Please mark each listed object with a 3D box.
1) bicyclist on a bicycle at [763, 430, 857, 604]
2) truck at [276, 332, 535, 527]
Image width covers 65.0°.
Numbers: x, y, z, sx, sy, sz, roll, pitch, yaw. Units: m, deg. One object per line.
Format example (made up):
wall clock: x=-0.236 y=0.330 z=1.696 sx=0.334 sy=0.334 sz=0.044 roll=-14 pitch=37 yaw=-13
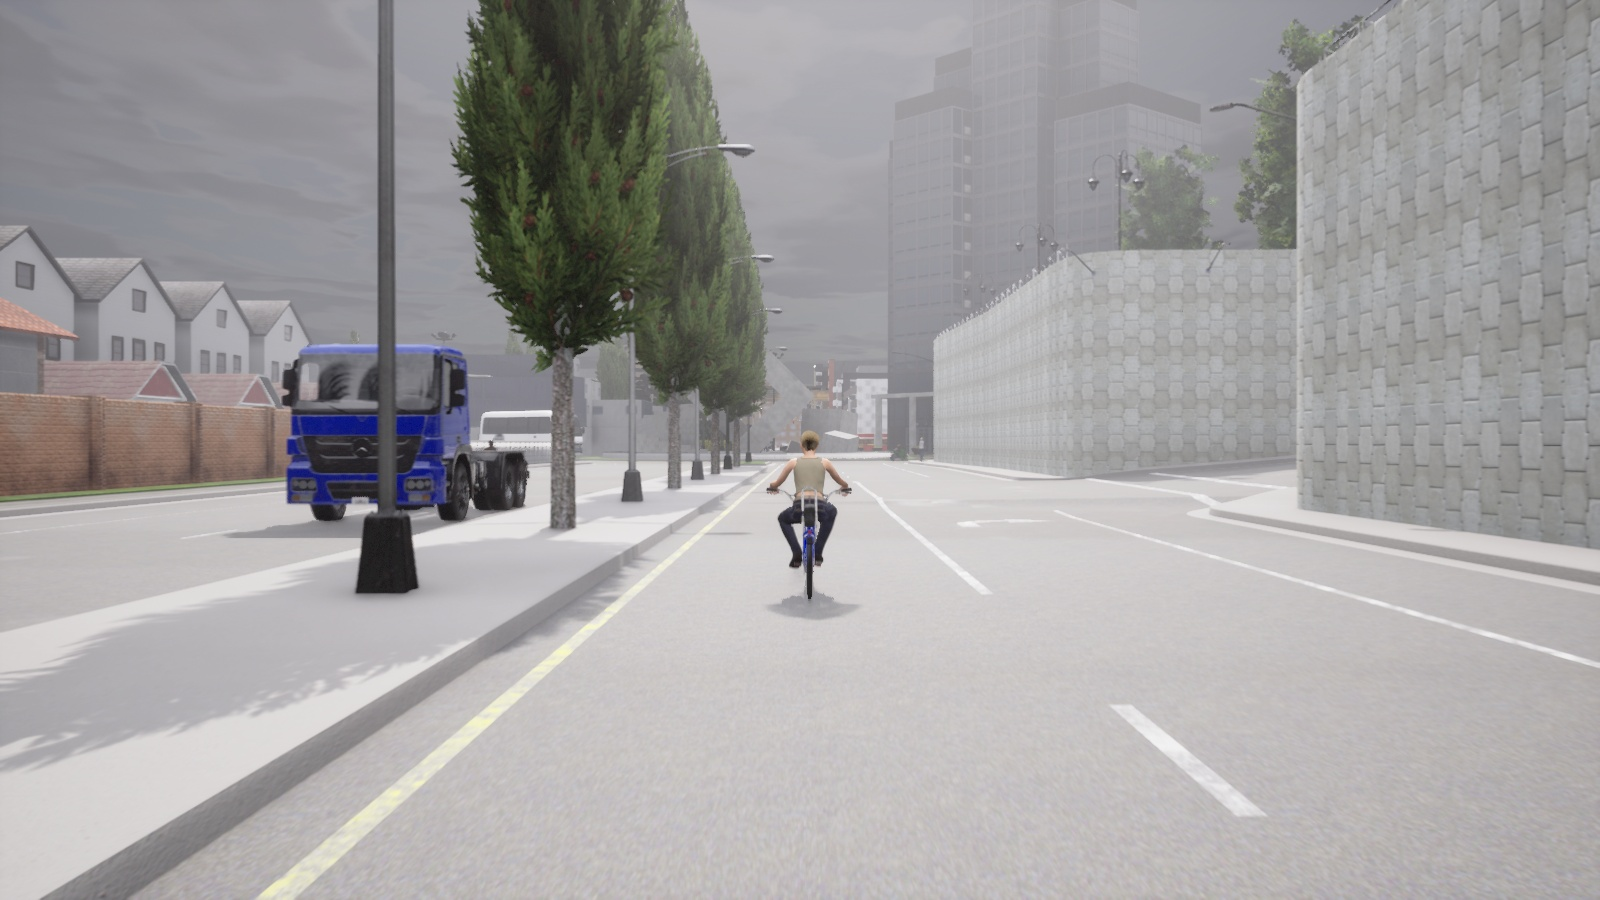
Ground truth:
bicyclist on a bicycle: x=0.091 y=0.613 z=12.396 sx=0.866 sy=1.612 sz=1.509 roll=0 pitch=0 yaw=0
truck: x=-7.835 y=-0.390 z=26.256 sx=2.891 sy=3.462 sz=7.936 roll=0 pitch=0 yaw=0
